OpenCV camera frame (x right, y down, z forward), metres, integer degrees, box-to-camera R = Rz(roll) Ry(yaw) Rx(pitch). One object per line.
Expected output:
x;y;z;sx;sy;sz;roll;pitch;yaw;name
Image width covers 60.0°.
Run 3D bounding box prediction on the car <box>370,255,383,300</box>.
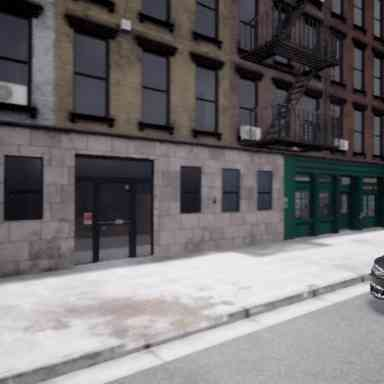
5.707;1.479;7.120;4.902;1.511;2.128;0;0;-35;car
